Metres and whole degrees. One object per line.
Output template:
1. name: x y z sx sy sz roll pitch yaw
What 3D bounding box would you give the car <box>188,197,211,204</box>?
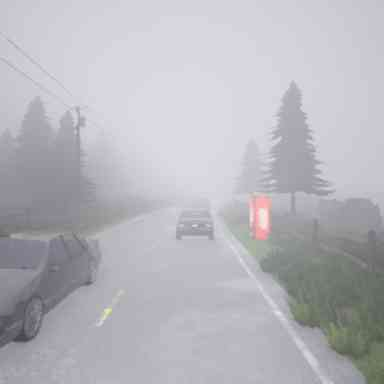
1. car: 1.050 1.354 37.145 2.097 1.767 4.553 0 0 4

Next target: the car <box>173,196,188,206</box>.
1. car: -1.402 1.352 47.599 2.097 1.767 4.553 0 0 7

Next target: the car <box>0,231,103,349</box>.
1. car: -3.289 1.545 6.704 2.033 1.411 5.357 0 0 0

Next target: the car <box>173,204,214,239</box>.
1. car: 0.162 1.548 17.304 2.033 1.411 5.357 0 0 1

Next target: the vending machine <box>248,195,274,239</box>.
1. vending machine: 3.381 1.199 16.447 1.100 2.100 0.880 0 0 1
